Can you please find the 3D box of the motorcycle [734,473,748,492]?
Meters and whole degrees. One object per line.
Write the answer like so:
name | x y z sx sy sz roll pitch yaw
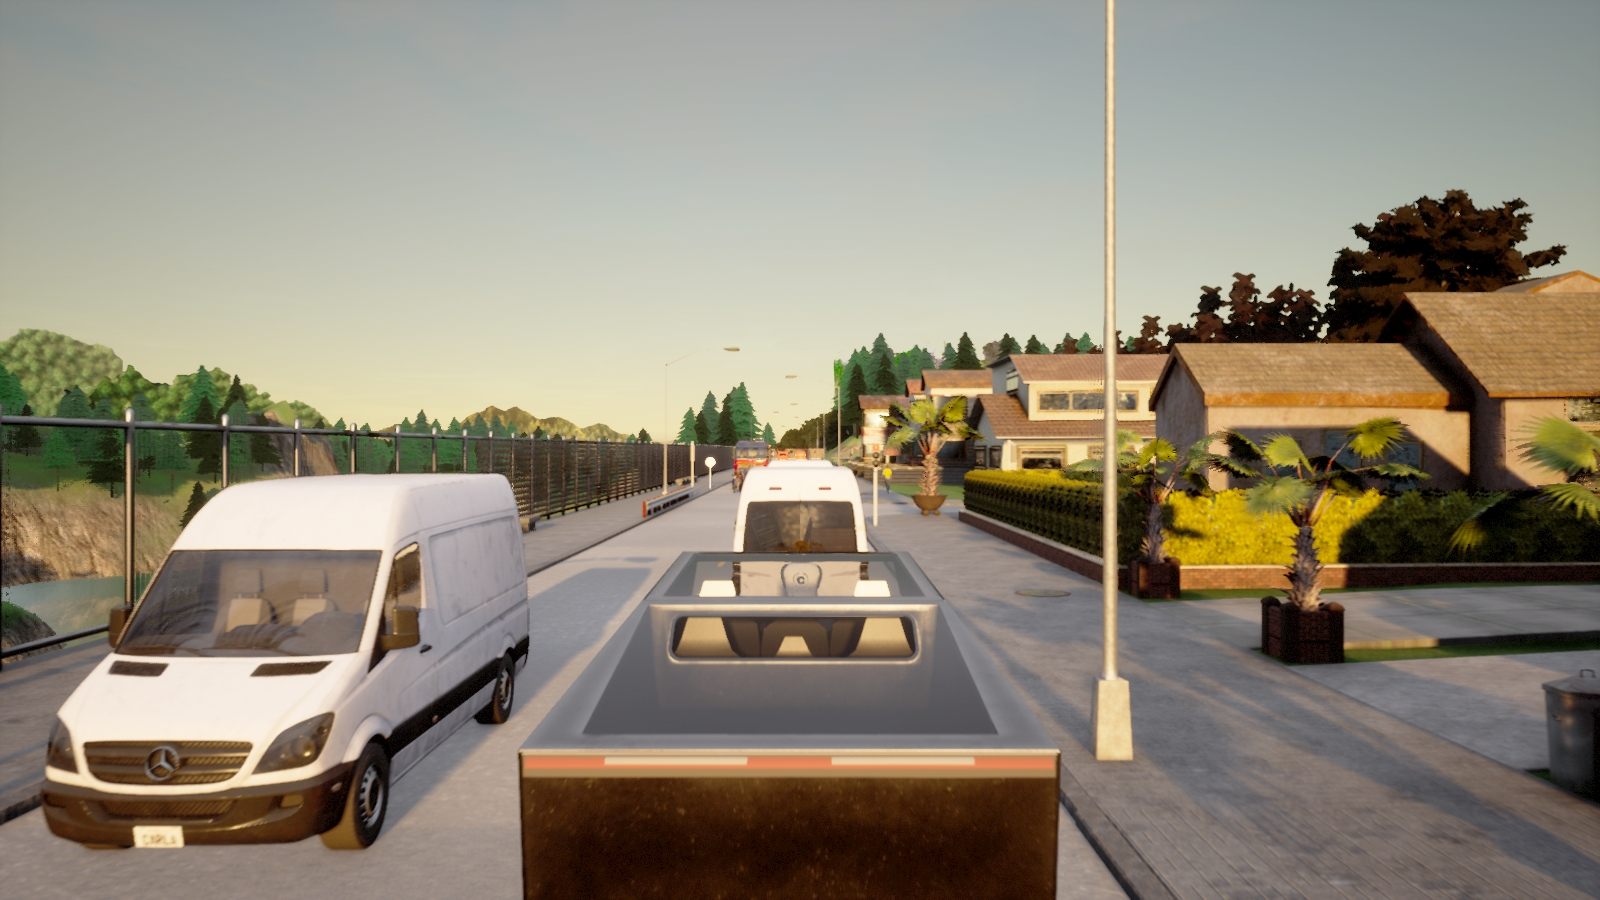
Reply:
motorcycle | -3.967 2.186 77.124 0.803 1.199 2.033 0 0 0

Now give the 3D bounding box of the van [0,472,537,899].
van | -3.992 1.534 10.037 1.988 2.561 5.915 0 0 0

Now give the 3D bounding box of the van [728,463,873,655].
van | 0.010 1.535 18.653 1.988 2.561 5.915 0 0 0

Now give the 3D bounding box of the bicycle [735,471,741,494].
bicycle | -3.963 2.060 73.020 0.329 1.471 1.835 0 0 0

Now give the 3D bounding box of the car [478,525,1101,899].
car | -0.034 1.754 7.526 2.390 2.098 6.274 0 0 0

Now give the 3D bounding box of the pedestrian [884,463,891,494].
pedestrian | 5.325 1.738 69.359 0.375 1.860 0.375 0 0 0
